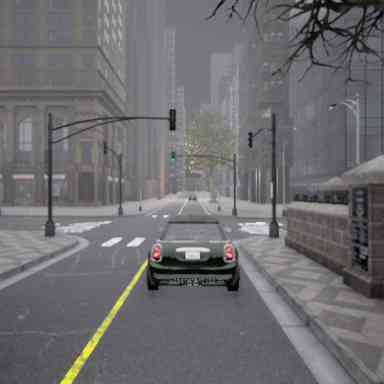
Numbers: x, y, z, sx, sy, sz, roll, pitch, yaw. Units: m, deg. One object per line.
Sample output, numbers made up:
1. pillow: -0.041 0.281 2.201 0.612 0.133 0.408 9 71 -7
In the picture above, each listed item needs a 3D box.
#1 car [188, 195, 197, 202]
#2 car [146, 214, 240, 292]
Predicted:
1. car: 0.135 1.404 80.941 2.097 1.767 4.553 0 0 0
2. car: 0.077 1.405 9.274 2.097 1.767 4.553 0 0 2
